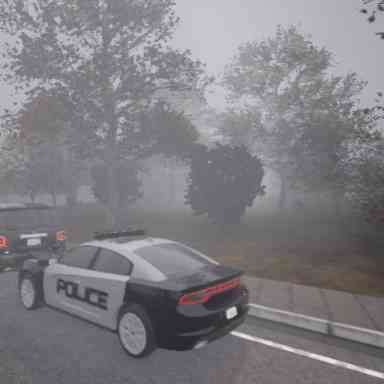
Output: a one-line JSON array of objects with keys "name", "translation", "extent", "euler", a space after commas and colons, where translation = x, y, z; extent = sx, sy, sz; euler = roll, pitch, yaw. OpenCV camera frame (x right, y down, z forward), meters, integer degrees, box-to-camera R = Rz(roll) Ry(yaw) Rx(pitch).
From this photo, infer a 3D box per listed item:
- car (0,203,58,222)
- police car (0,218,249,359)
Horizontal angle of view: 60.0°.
[{"name": "car", "translation": [-5.907, 1.341, 9.999], "extent": [5.566, 2.045, 2.150], "euler": [0, -1, 41]}, {"name": "police car", "translation": [-1.474, 1.517, 6.328], "extent": [5.238, 1.638, 1.930], "euler": [0, -1, 38]}]
